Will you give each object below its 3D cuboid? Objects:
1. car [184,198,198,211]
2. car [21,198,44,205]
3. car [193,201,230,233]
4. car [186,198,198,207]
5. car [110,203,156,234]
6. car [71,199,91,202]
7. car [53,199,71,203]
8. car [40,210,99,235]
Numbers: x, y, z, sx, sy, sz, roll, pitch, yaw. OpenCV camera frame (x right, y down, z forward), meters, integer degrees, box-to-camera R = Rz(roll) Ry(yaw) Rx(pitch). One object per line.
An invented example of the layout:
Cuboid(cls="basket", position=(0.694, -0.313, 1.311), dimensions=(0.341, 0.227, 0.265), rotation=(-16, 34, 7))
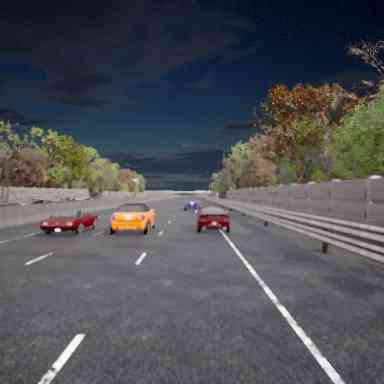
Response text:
Cuboid(cls="car", position=(0.039, 1.564, 44.921), dimensions=(2.097, 1.767, 4.553), rotation=(0, 0, 0))
Cuboid(cls="car", position=(-24.572, 1.737, 51.320), dimensions=(2.128, 1.511, 4.902), rotation=(0, 0, 0))
Cuboid(cls="car", position=(1.219, 1.567, 20.554), dimensions=(1.882, 1.535, 5.008), rotation=(0, 0, 0))
Cuboid(cls="car", position=(-0.017, 1.837, 59.298), dimensions=(2.033, 1.411, 5.357), rotation=(0, 0, 0))
Cuboid(cls="car", position=(-3.407, 1.437, 19.937), dimensions=(2.097, 1.767, 4.553), rotation=(0, 0, 0))
Cuboid(cls="car", position=(-17.562, 1.864, 54.506), dimensions=(1.895, 1.301, 4.718), rotation=(0, 0, 1))
Cuboid(cls="car", position=(-21.055, 1.810, 54.426), dimensions=(2.033, 1.411, 5.357), rotation=(0, 0, 1))
Cuboid(cls="car", position=(-6.904, 1.683, 19.332), dimensions=(1.895, 1.301, 4.718), rotation=(0, 0, 0))
